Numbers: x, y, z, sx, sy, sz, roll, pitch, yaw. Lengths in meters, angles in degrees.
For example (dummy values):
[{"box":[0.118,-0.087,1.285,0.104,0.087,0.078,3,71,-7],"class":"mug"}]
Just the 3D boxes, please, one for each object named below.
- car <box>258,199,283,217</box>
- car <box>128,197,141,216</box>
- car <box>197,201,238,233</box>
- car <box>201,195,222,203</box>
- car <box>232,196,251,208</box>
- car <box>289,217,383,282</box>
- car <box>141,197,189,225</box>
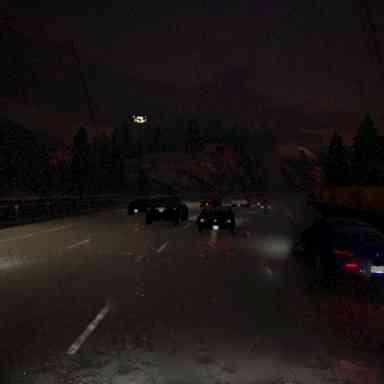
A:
[{"box":[6.500,1.262,27.482,2.033,1.411,5.357,0,1,12],"class":"car"},{"box":[-3.946,1.193,28.529,1.837,1.490,4.892,0,1,11],"class":"car"},{"box":[1.447,1.405,18.403,1.895,1.301,4.718,0,1,7],"class":"car"},{"box":[2.365,1.083,39.879,1.837,1.490,4.892,0,1,16],"class":"car"},{"box":[5.972,1.183,39.887,1.895,1.301,4.718,0,1,16],"class":"car"},{"box":[4.041,1.431,9.237,1.812,1.442,4.674,0,1,4],"class":"car"},{"box":[-1.525,1.114,21.950,2.097,1.767,4.553,0,1,8],"class":"car"}]
